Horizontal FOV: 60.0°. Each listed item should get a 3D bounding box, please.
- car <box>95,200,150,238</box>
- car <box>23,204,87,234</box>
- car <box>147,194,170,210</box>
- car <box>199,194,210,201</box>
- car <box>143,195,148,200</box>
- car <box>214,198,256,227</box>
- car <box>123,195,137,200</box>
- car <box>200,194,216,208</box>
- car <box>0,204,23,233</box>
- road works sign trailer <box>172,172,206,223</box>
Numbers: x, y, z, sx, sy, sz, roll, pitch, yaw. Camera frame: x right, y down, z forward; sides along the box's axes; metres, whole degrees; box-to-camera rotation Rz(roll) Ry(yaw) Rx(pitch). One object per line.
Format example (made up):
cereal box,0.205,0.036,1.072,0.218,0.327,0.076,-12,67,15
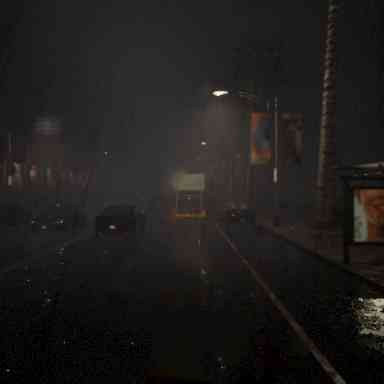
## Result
car,-3.544,1.395,17.188,1.882,1.535,5.008,0,0,0
car,-7.253,1.441,18.588,1.812,1.442,4.674,0,0,0
car,-3.727,1.313,38.666,1.837,1.490,4.892,0,0,0
car,2.781,1.137,72.995,2.161,1.482,4.786,0,0,0
car,-7.499,1.216,58.814,1.837,1.490,4.892,0,0,1
car,2.908,1.366,21.690,2.231,1.521,4.892,0,0,0
car,-10.994,1.192,59.211,1.882,1.535,5.008,0,0,1
car,2.663,1.090,51.063,2.185,1.767,4.553,0,0,0
car,-10.756,1.444,18.960,1.812,1.442,4.674,0,0,0
road works sign trailer,-0.203,0.340,24.311,2.380,3.560,2.880,0,0,0
